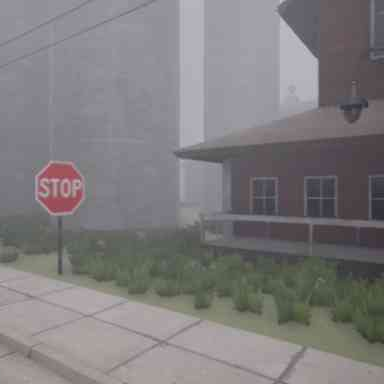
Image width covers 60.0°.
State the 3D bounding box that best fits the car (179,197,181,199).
[{"bbox_3d":[-4.587,1.415,84.582,4.193,1.474,1.816,0,0,35],"label":"car"}]
